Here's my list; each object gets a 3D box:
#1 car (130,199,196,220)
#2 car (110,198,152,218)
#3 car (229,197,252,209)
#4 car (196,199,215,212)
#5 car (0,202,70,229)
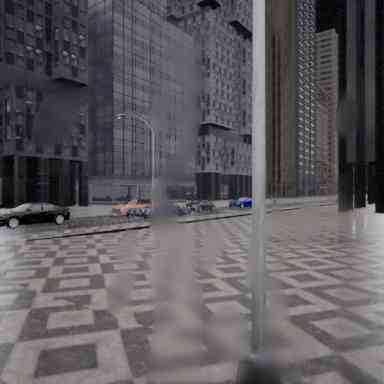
[{"bbox_3d":[-2.298,1.515,27.720,2.033,1.411,5.357,0,0,36],"label":"car"},{"bbox_3d":[-5.036,1.320,29.392,2.097,1.767,4.553,0,0,36],"label":"car"},{"bbox_3d":[6.884,1.419,45.601,1.882,1.535,5.008,0,0,38],"label":"car"},{"bbox_3d":[0.864,1.519,37.453,1.994,1.385,4.181,0,0,36],"label":"car"},{"bbox_3d":[-10.527,1.458,21.890,1.882,1.535,5.008,0,0,36],"label":"car"}]
